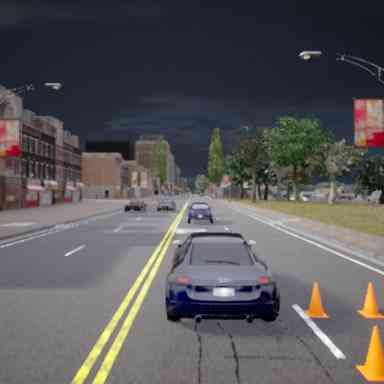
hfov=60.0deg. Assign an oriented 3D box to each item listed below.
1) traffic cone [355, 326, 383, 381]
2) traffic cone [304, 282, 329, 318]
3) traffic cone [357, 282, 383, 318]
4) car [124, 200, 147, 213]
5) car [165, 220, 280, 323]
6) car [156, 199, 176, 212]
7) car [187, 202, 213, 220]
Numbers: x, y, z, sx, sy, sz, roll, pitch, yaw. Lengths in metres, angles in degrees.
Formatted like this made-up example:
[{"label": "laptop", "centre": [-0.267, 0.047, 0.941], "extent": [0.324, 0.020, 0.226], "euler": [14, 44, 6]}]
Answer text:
[{"label": "traffic cone", "centre": [2.270, 1.956, 4.115], "extent": [0.340, 0.580, 0.340], "euler": [0, 0, 0]}, {"label": "traffic cone", "centre": [2.278, 1.955, 6.115], "extent": [0.340, 0.580, 0.340], "euler": [0, 0, 0]}, {"label": "traffic cone", "centre": [3.278, 1.957, 6.111], "extent": [0.340, 0.580, 0.340], "euler": [0, 0, 0]}, {"label": "car", "centre": [-6.060, 1.547, 36.033], "extent": [1.895, 1.301, 4.718], "euler": [0, 0, 0]}, {"label": "car", "centre": [0.515, 1.559, 7.291], "extent": [1.994, 1.385, 4.181], "euler": [0, 0, 0]}, {"label": "car", "centre": [-2.800, 1.515, 37.304], "extent": [1.994, 1.385, 4.181], "euler": [0, 0, 0]}, {"label": "car", "centre": [0.590, 1.500, 25.368], "extent": [1.812, 1.442, 4.674], "euler": [0, 0, 0]}]
